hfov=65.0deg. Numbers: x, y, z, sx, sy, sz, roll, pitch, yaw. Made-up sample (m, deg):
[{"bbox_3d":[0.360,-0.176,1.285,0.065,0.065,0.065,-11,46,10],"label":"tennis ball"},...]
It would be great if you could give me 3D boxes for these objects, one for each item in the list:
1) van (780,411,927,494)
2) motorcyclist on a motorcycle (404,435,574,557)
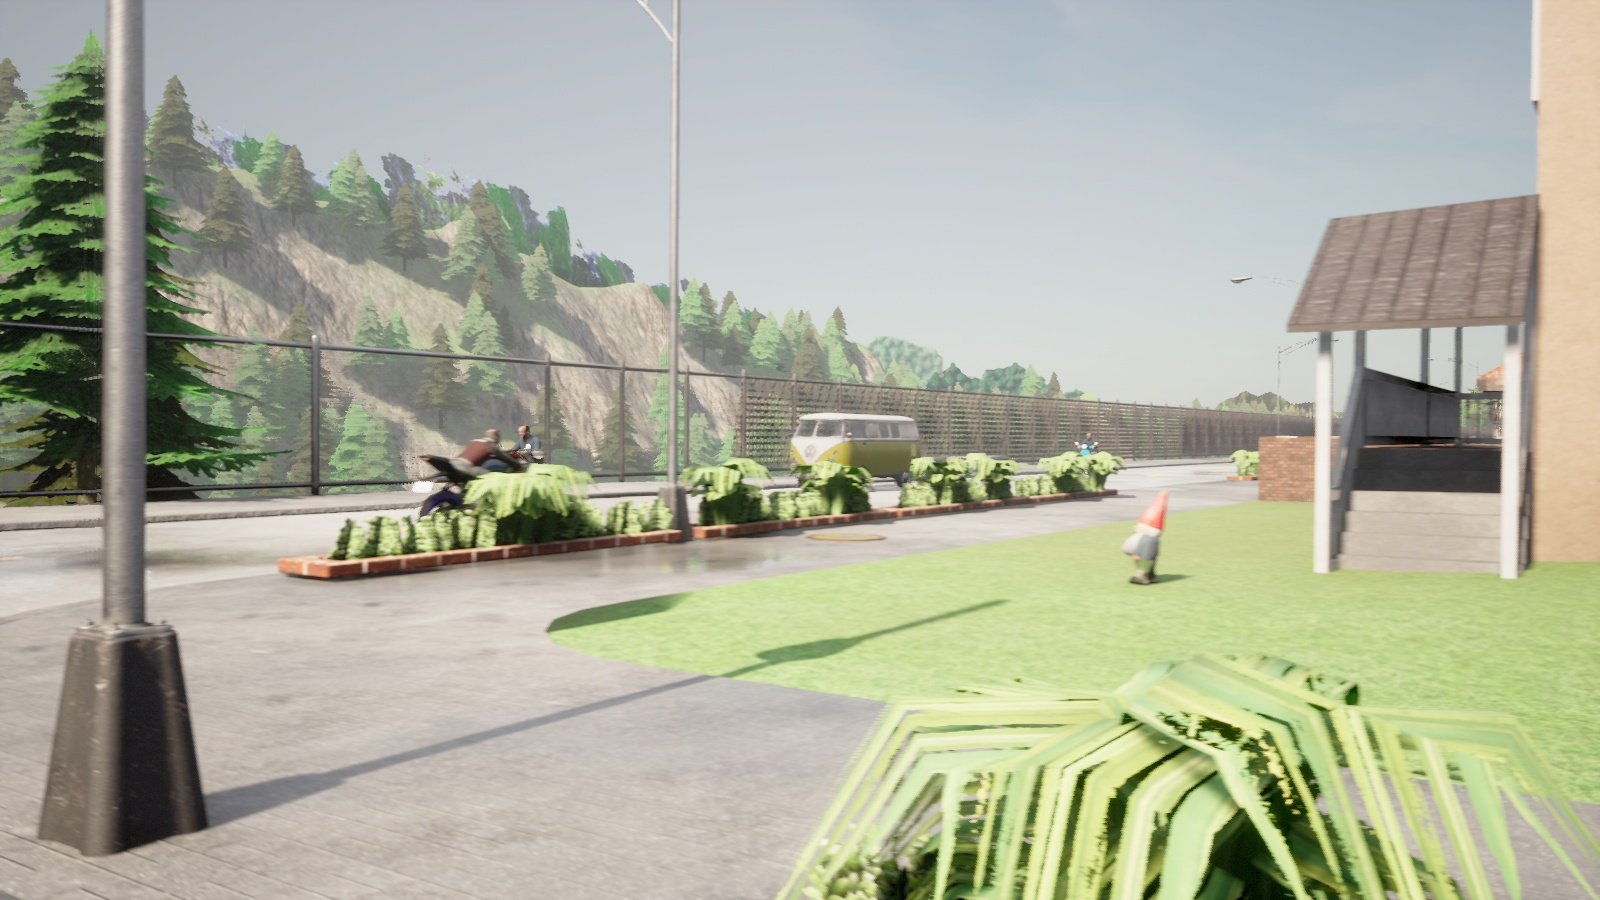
[{"bbox_3d":[1.467,0.026,32.619,1.775,1.987,4.442,0,1,34],"label":"van"},{"bbox_3d":[-4.162,0.572,17.000,0.866,1.530,2.191,0,1,34],"label":"motorcyclist on a motorcycle"}]
